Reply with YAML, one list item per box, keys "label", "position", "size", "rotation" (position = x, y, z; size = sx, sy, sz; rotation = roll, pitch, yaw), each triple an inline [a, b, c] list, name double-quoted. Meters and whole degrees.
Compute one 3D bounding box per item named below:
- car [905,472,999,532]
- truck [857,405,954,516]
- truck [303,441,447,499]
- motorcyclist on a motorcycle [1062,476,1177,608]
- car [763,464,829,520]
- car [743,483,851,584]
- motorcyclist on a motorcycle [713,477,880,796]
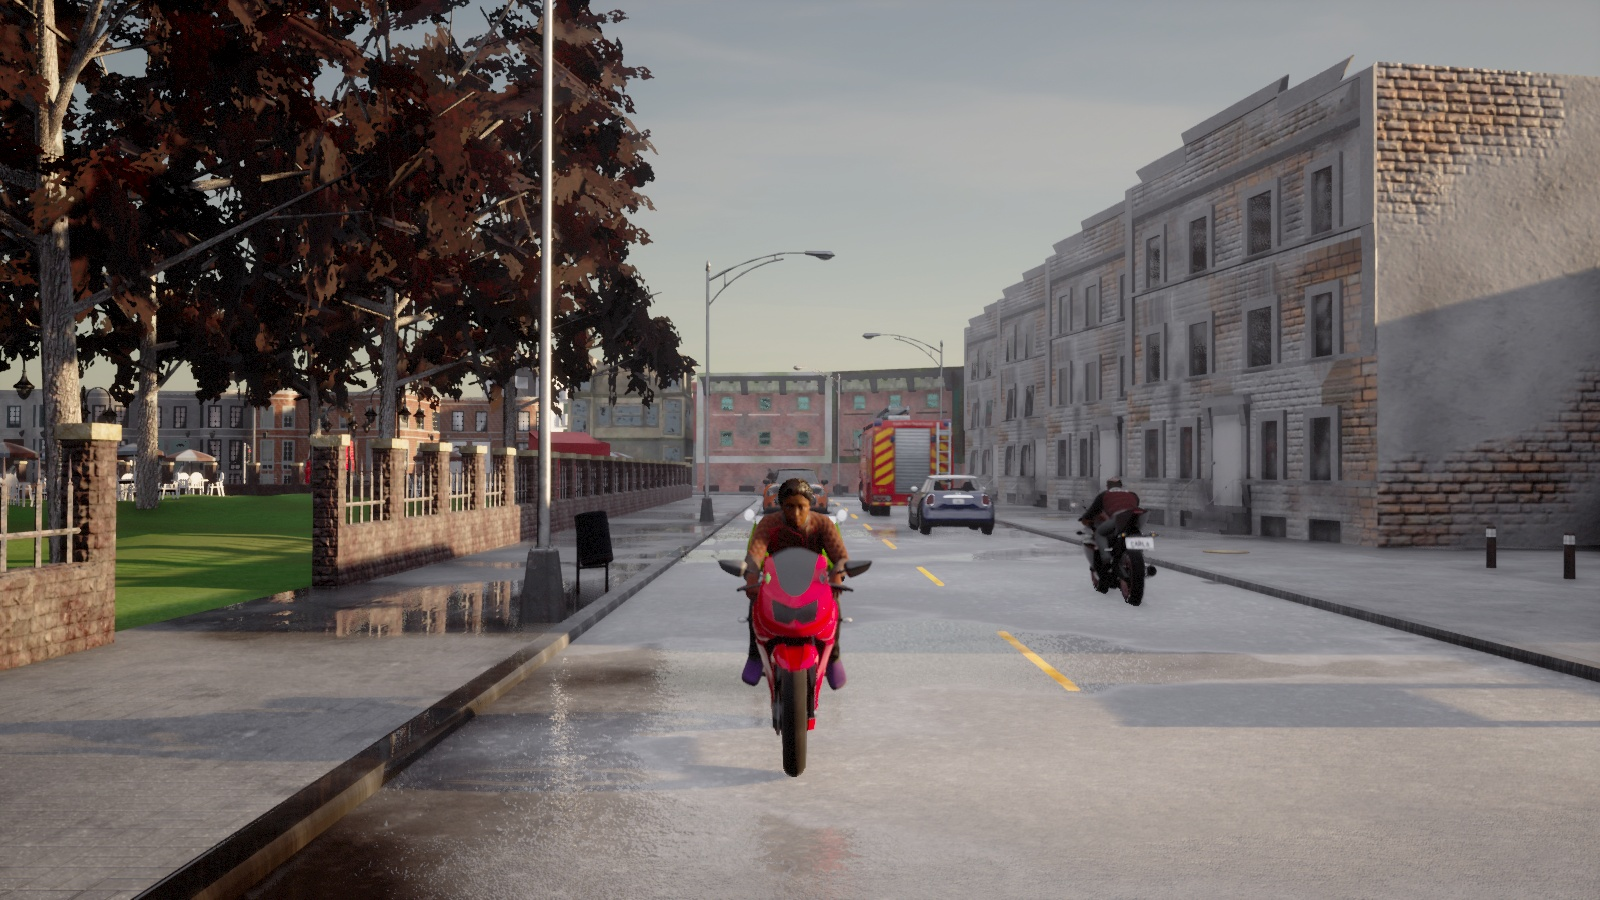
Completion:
- label: "car"
  position: [3.897, 1.314, 32.787]
  size: [1.970, 1.475, 3.806]
  rotation: [0, -1, 0]
- label: "truck"
  position: [3.833, 0.429, 47.422]
  size: [2.891, 3.827, 8.468]
  rotation: [0, -1, 0]
- label: "truck"
  position: [-26.336, 1.246, 78.091]
  size: [7.936, 3.462, 2.891]
  rotation: [0, -1, 0]
- label: "motorcyclist on a motorcycle"
  position: [3.957, 1.098, 15.765]
  size: [0.866, 1.530, 2.191]
  rotation: [0, -1, 0]
- label: "car"
  position: [-0.142, 1.380, 42.146]
  size: [2.097, 1.767, 4.553]
  rotation: [0, -1, 0]
- label: "car"
  position: [-0.050, 1.177, 18.351]
  size: [1.481, 1.376, 2.207]
  rotation: [0, -1, 0]
- label: "motorcyclist on a motorcycle"
  position: [-0.020, 0.916, 7.043]
  size: [0.797, 1.523, 2.044]
  rotation: [0, -1, 0]
